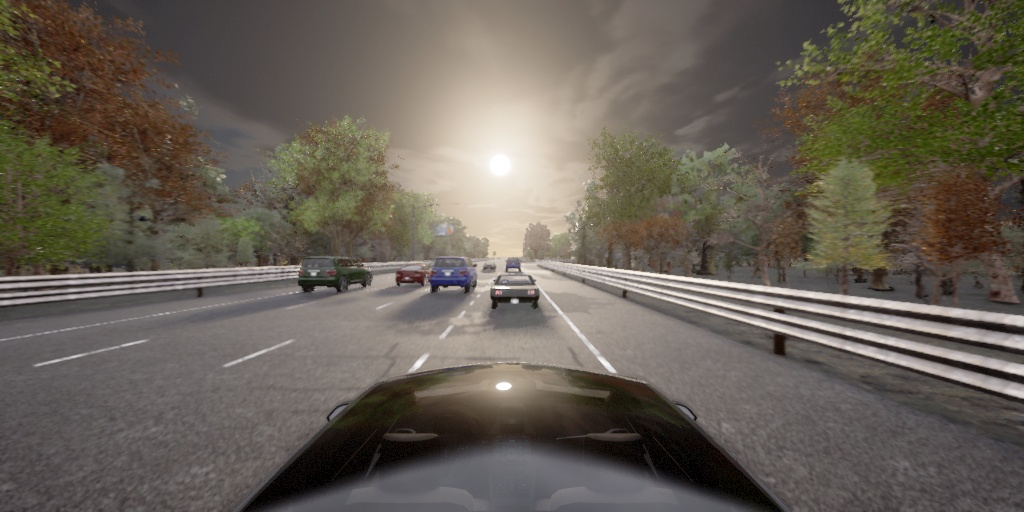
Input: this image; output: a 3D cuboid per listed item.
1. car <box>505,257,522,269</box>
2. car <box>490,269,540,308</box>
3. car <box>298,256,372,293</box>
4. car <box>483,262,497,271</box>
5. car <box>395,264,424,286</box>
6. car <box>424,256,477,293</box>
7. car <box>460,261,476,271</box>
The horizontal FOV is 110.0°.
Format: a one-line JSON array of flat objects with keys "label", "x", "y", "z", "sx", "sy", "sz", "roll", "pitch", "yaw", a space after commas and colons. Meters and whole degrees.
[{"label": "car", "x": 0.175, "y": 1.161, "z": 51.651, "sx": 2.150, "sy": 2.045, "sz": 5.566, "roll": 0, "pitch": 0, "yaw": 0}, {"label": "car", "x": 0.114, "y": 1.402, "z": 15.611, "sx": 1.895, "sy": 1.301, "sz": 4.718, "roll": 0, "pitch": 0, "yaw": 0}, {"label": "car", "x": -10.376, "y": 1.041, "z": 21.443, "sx": 2.150, "sy": 2.045, "sz": 5.566, "roll": 0, "pitch": 0, "yaw": 0}, {"label": "car", "x": -3.326, "y": 1.548, "z": 54.351, "sx": 1.895, "sy": 1.301, "sz": 4.718, "roll": 0, "pitch": 0, "yaw": 0}, {"label": "car", "x": -6.869, "y": 1.315, "z": 25.946, "sx": 1.882, "sy": 1.535, "sz": 5.008, "roll": 0, "pitch": 0, "yaw": 0}, {"label": "car", "x": -3.375, "y": 1.044, "z": 21.518, "sx": 2.150, "sy": 2.045, "sz": 5.566, "roll": 0, "pitch": 0, "yaw": 0}, {"label": "car", "x": -6.823, "y": 1.519, "z": 56.548, "sx": 1.994, "sy": 1.385, "sz": 4.181, "roll": 0, "pitch": 0, "yaw": 0}]
